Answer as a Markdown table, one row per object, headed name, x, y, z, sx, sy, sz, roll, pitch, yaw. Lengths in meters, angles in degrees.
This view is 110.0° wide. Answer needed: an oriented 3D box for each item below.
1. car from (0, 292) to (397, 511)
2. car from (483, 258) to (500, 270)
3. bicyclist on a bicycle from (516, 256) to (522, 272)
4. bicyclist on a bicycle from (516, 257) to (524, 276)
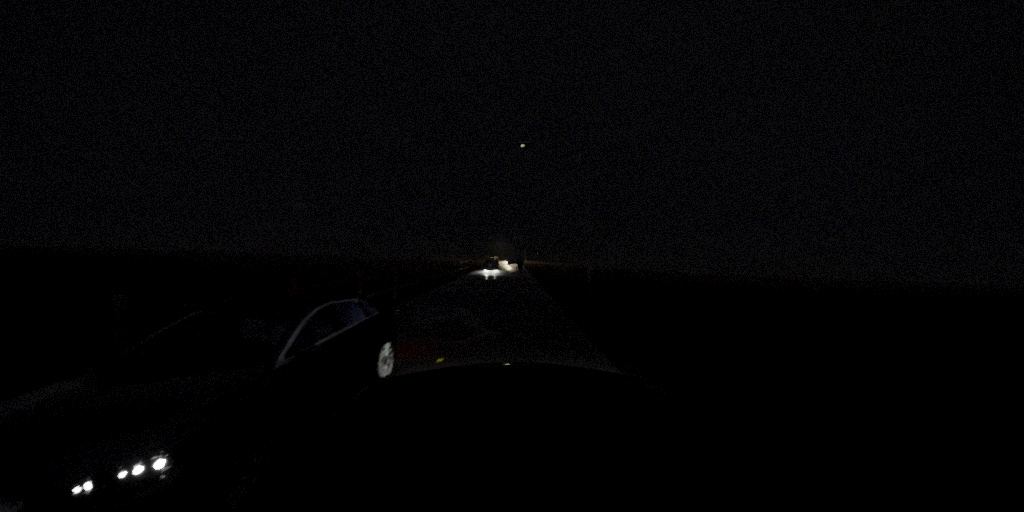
| name | x | y | z | sx | sy | sz | roll | pitch | yaw |
| --- | --- | --- | --- | --- | --- | --- | --- | --- | --- |
| car | -2.850 | 1.239 | 4.177 | 2.128 | 1.511 | 4.902 | 0 | 0 | 0 |
| car | -2.725 | 1.028 | 48.279 | 2.128 | 1.511 | 4.902 | 0 | 0 | 1 |
| bicyclist on a bicycle | 0.827 | 0.945 | 41.606 | 0.659 | 1.776 | 1.843 | 0 | 1 | 0 |
| bicyclist on a bicycle | 0.796 | 1.001 | 32.608 | 0.659 | 1.776 | 1.843 | 0 | 1 | 0 |
